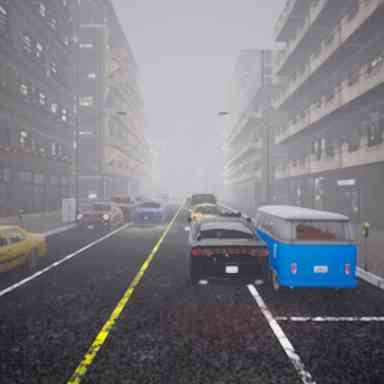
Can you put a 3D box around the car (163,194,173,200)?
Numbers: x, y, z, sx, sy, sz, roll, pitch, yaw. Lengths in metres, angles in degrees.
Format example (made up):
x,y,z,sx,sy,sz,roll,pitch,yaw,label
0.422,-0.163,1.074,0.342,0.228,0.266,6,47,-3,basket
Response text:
x,y,z,sx,sy,sz,roll,pitch,yaw,label
-5.400,1.093,75.034,2.008,1.369,4.403,1,0,0,car

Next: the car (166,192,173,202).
x,y,z,sx,sy,sz,roll,pitch,yaw,label
-5.383,0.927,63.934,2.192,1.841,5.009,1,0,0,car

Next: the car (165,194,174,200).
x,y,z,sx,sy,sz,roll,pitch,yaw,label
-5.407,1.074,80.582,1.947,1.339,4.313,1,0,0,car

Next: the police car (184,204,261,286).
x,y,z,sx,sy,sz,roll,pitch,yaw,label
0.814,1.368,9.384,1.930,1.638,5.238,0,0,0,police car

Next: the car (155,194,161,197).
x,y,z,sx,sy,sz,roll,pitch,yaw,label
-5.358,1.330,41.740,1.802,1.307,4.206,1,0,0,car

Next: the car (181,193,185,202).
x,y,z,sx,sy,sz,roll,pitch,yaw,label
-0.043,1.271,45.849,2.033,1.411,5.357,0,0,0,car

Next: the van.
x,y,z,sx,sy,sz,roll,pitch,yaw,label
2.567,1.290,8.475,1.690,1.788,3.998,1,0,0,van

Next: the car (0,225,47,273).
x,y,z,sx,sy,sz,roll,pitch,yaw,label
-5.316,1.475,8.277,1.752,1.417,4.829,1,0,0,car

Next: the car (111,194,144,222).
x,y,z,sx,sy,sz,roll,pitch,yaw,label
-5.334,1.164,25.092,2.192,1.841,5.009,1,0,0,car

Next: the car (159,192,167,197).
x,y,z,sx,sy,sz,roll,pitch,yaw,label
-5.372,1.206,52.668,1.752,1.417,4.829,1,0,0,car

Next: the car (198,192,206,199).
x,y,z,sx,sy,sz,roll,pitch,yaw,label
2.467,0.914,86.162,1.967,1.590,4.097,1,0,0,car

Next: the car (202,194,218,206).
x,y,z,sx,sy,sz,roll,pitch,yaw,label
2.516,1.154,47.319,1.967,1.590,4.097,1,0,0,car

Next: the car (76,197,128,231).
x,y,z,sx,sy,sz,roll,pitch,yaw,label
-5.329,1.322,19.544,1.967,1.590,4.097,1,0,0,car

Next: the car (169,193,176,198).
x,y,z,sx,sy,sz,roll,pitch,yaw,label
-5.422,1.021,91.680,1.802,1.307,4.206,1,0,0,car

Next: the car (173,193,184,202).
x,y,z,sx,sy,sz,roll,pitch,yaw,label
-2.865,1.097,64.983,2.128,1.511,4.902,0,0,0,car

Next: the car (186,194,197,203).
x,y,z,sx,sy,sz,roll,pitch,yaw,label
-0.074,1.118,59.379,1.882,1.535,5.008,0,0,0,car

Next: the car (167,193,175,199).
x,y,z,sx,sy,sz,roll,pitch,yaw,label
-5.415,1.056,86.131,1.802,1.307,4.206,1,0,0,car

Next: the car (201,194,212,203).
x,y,z,sx,sy,sz,roll,pitch,yaw,label
2.501,1.170,58.587,1.752,1.417,4.829,1,0,0,car

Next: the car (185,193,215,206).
x,y,z,sx,sy,sz,roll,pitch,yaw,label
0.794,1.073,25.304,2.150,2.045,5.566,0,0,0,car

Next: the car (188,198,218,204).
x,y,z,sx,sy,sz,roll,pitch,yaw,label
0.801,1.338,19.465,1.801,1.575,5.366,0,0,0,car

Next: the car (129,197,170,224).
x,y,z,sx,sy,sz,roll,pitch,yaw,label
-2.879,1.336,23.439,1.882,1.535,5.008,0,0,0,car
